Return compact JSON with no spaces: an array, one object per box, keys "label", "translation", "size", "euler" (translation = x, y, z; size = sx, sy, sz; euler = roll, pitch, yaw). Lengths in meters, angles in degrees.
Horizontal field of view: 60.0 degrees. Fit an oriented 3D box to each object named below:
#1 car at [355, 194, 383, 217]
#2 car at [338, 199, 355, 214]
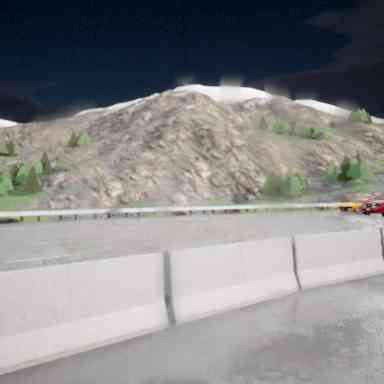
[{"label":"car","translation":[17.792,1.148,29.982],"size":[5.566,2.045,2.150],"euler":[0,0,-24]},{"label":"car","translation":[17.015,1.395,33.445],"size":[5.008,1.535,1.882],"euler":[0,0,-24]}]
